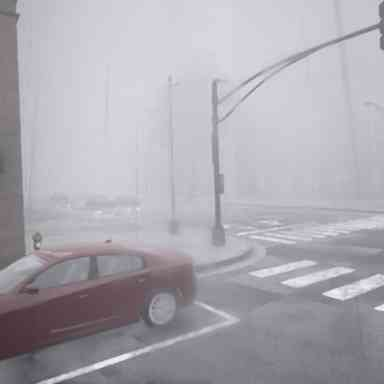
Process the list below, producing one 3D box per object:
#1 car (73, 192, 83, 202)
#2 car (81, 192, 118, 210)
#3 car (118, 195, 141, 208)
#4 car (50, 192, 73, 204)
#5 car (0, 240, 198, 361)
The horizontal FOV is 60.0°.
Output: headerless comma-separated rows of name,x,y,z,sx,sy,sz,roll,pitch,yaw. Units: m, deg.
car,-17.159,0.652,51.430,1.994,1.385,4.181,-2,2,-35
car,-9.946,1.070,35.546,1.812,1.442,4.674,-2,2,-35
car,-7.478,0.993,37.683,1.994,1.385,4.181,-2,2,-35
car,-19.804,0.802,49.547,1.882,1.535,5.008,-2,2,-35
car,-2.009,1.518,5.228,4.507,1.381,1.887,-1,0,-35
